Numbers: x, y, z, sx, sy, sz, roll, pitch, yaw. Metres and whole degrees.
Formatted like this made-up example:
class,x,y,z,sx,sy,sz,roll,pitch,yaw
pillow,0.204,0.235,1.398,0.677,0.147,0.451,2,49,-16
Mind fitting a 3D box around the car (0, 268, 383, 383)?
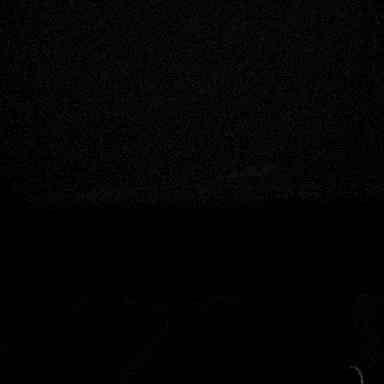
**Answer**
class,x,y,z,sx,sy,sz,roll,pitch,yaw
car,-0.153,1.538,3.002,5.357,1.411,2.033,-1,0,-36
